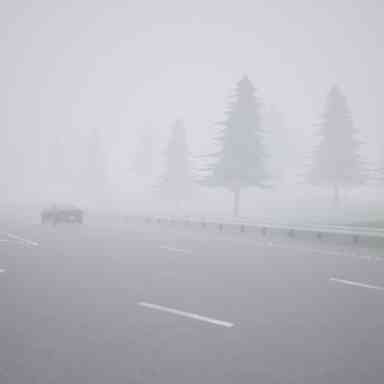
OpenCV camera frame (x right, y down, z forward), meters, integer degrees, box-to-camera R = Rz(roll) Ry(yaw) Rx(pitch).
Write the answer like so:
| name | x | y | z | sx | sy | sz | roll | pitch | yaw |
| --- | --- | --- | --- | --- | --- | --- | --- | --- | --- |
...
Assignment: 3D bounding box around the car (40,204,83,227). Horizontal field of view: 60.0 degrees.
| name | x | y | z | sx | sy | sz | roll | pitch | yaw |
| --- | --- | --- | --- | --- | --- | --- | --- | --- | --- |
| car | -9.517 | 1.574 | 24.063 | 1.882 | 1.535 | 5.008 | -1 | 0 | -38 |
